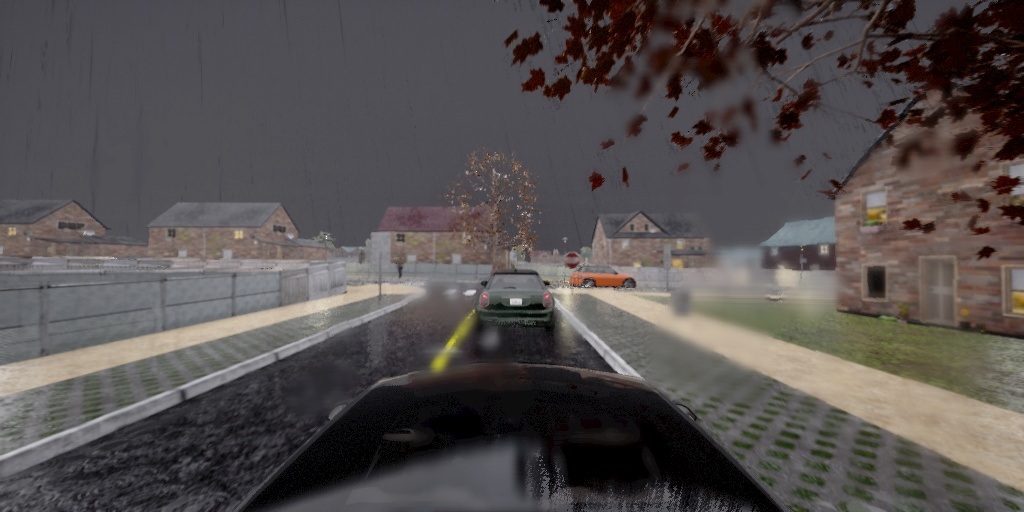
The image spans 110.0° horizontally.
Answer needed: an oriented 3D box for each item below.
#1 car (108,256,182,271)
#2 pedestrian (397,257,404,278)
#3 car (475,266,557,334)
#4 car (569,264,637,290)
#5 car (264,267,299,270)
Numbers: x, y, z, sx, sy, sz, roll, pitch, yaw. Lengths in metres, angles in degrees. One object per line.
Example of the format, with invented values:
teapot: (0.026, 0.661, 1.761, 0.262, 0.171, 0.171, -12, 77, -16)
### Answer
car: (-25.635, 0.836, 25.223, 4.553, 1.767, 2.097, 1, -1, 0)
pedestrian: (-9.705, 1.008, 31.184, 0.375, 1.860, 0.375, 0, -2, 0)
car: (0.098, 1.178, 11.056, 2.097, 1.767, 4.553, 0, -1, 0)
car: (6.470, 1.472, 25.331, 4.553, 1.767, 2.097, 2, 0, -15)
car: (-15.039, 1.152, 25.285, 5.008, 1.535, 1.882, 1, -1, 0)
